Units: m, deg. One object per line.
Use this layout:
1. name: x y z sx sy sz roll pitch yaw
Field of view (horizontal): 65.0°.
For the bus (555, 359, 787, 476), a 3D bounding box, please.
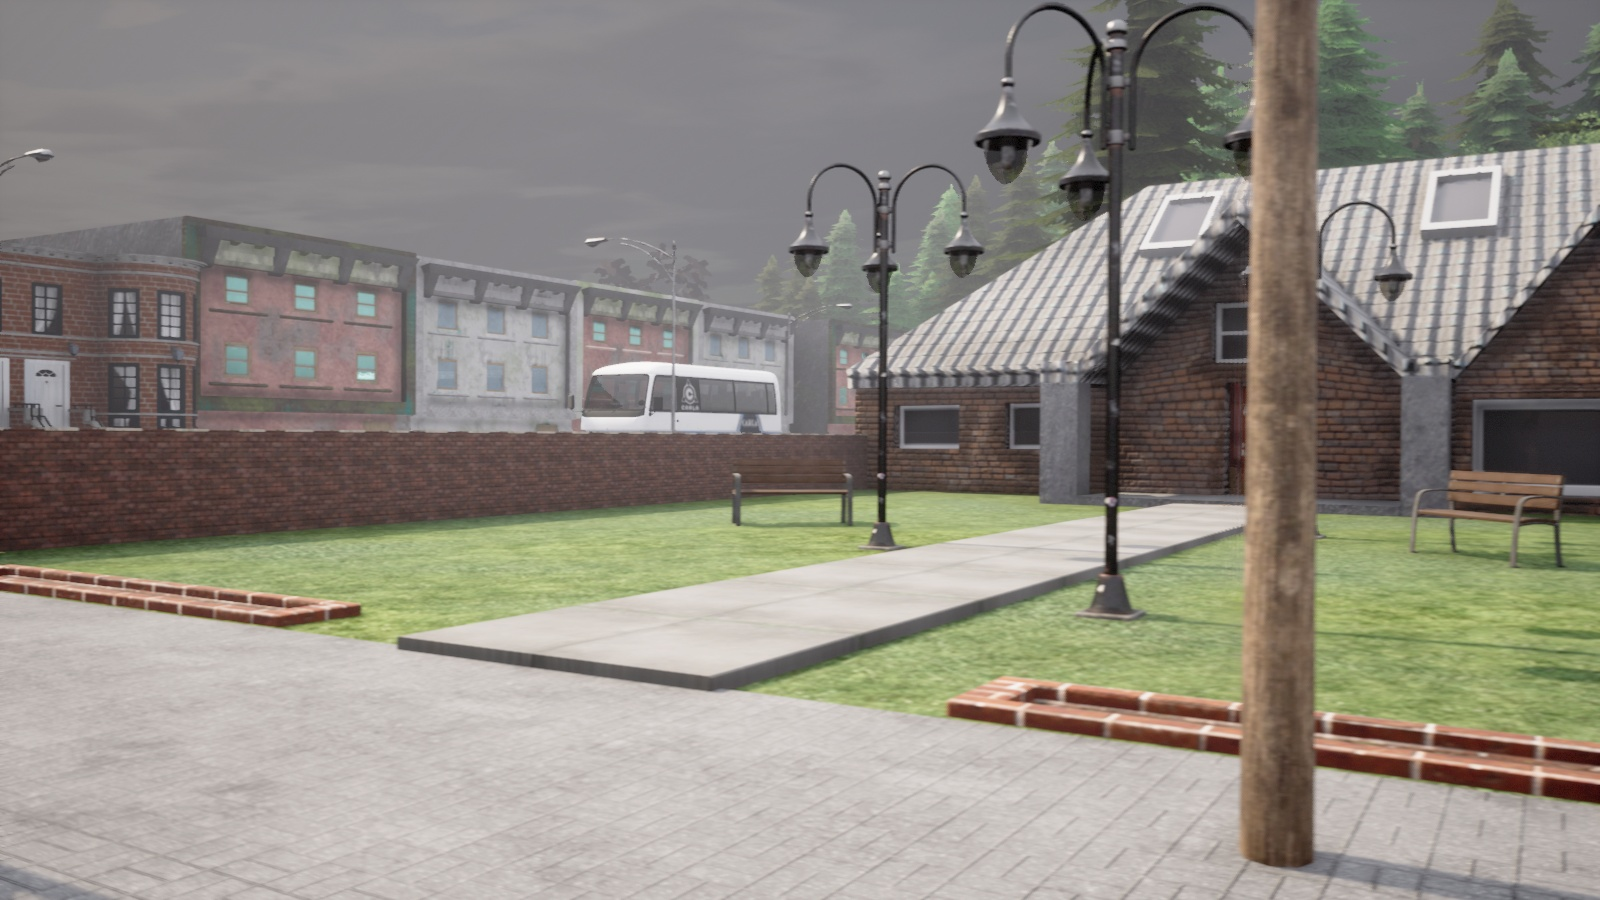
1. bus: -4.923 -1.257 50.987 3.944 4.253 10.273 0 1 31
